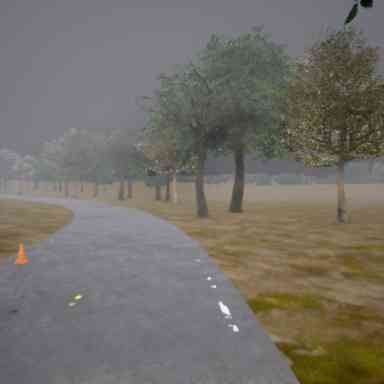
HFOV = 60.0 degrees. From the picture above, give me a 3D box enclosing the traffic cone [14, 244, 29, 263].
[{"bbox_3d":[-5.487,1.959,10.709,0.340,0.580,0.340,0,0,-7],"label":"traffic cone"}]
